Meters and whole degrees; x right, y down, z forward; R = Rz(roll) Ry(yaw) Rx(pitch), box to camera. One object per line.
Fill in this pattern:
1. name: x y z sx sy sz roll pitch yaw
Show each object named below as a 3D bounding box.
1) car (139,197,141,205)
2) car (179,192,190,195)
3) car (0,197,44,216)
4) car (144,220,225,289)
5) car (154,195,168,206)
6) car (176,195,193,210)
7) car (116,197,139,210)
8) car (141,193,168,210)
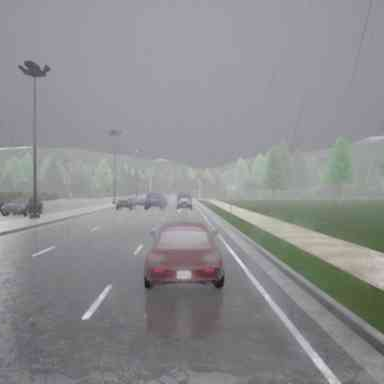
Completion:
1. car: -8.162 1.409 50.499 1.994 1.385 4.181 0 0 -2
2. car: -1.161 1.053 50.442 2.150 2.045 5.566 0 0 -2
3. car: -15.716 1.277 31.083 2.097 1.767 4.553 0 0 -1
4. car: -0.209 1.495 9.010 1.812 1.442 4.674 0 0 -1
5. car: -4.663 1.315 50.557 1.882 1.535 5.008 0 0 -2
6. car: -0.923 1.391 40.380 1.812 1.442 4.674 0 0 -1
7. car: -7.920 1.384 40.151 1.837 1.490 4.892 0 0 -1
8. car: -4.415 1.095 39.965 2.150 2.045 5.566 0 0 -1
